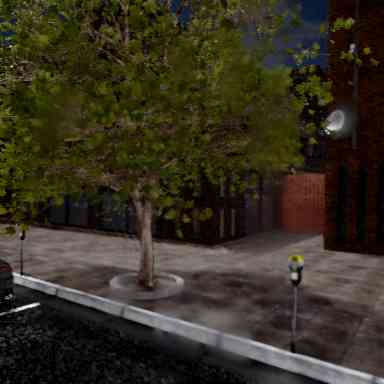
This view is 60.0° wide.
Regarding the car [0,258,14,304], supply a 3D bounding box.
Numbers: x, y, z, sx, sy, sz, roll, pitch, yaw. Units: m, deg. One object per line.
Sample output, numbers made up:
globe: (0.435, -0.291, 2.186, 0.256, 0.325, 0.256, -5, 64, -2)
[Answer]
car: (-5.238, 1.519, 6.609, 4.403, 1.369, 2.008, 0, 1, 36)
